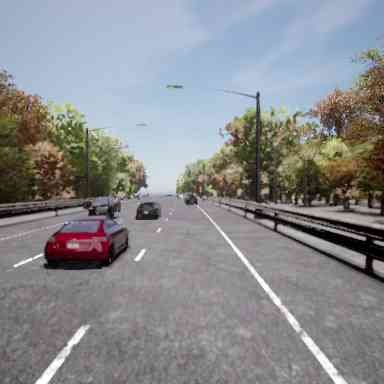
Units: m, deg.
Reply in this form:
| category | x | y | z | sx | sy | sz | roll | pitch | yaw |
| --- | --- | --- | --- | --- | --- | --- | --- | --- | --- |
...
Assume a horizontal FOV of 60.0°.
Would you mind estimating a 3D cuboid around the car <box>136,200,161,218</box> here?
| category | x | y | z | sx | sy | sz | roll | pitch | yaw |
| --- | --- | --- | --- | --- | --- | --- | --- | --- | --- |
| car | -3.701 | 1.455 | 28.785 | 1.812 | 1.442 | 4.674 | 0 | 0 | -1 |

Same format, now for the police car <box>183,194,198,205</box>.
| category | x | y | z | sx | sy | sz | roll | pitch | yaw |
| --- | --- | --- | --- | --- | --- | --- | --- | --- | --- |
| police car | -0.016 | 1.336 | 56.044 | 1.930 | 1.638 | 5.238 | 0 | 0 | -2 |

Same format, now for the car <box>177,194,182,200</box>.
| category | x | y | z | sx | sy | sz | roll | pitch | yaw |
| --- | --- | --- | --- | --- | --- | --- | --- | --- | --- |
| car | -2.730 | 1.334 | 90.678 | 1.812 | 1.442 | 4.674 | 0 | 0 | -4 |

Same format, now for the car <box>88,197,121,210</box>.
| category | x | y | z | sx | sy | sz | roll | pitch | yaw |
| --- | --- | --- | --- | --- | --- | --- | --- | --- | --- |
| car | -7.193 | 1.175 | 27.677 | 2.128 | 1.511 | 4.902 | -5 | 6 | -1 |

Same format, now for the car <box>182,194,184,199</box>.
| category | x | y | z | sx | sy | sz | roll | pitch | yaw |
| --- | --- | --- | --- | --- | --- | --- | --- | --- | --- |
| car | -0.419 | 1.396 | 65.991 | 1.882 | 1.535 | 5.008 | 0 | 0 | -3 |

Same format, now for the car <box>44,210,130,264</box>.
| category | x | y | z | sx | sy | sz | roll | pitch | yaw |
| --- | --- | --- | --- | --- | --- | --- | --- | --- | --- |
| car | -3.464 | 1.527 | 11.667 | 1.994 | 1.385 | 4.181 | 0 | 0 | 0 |
